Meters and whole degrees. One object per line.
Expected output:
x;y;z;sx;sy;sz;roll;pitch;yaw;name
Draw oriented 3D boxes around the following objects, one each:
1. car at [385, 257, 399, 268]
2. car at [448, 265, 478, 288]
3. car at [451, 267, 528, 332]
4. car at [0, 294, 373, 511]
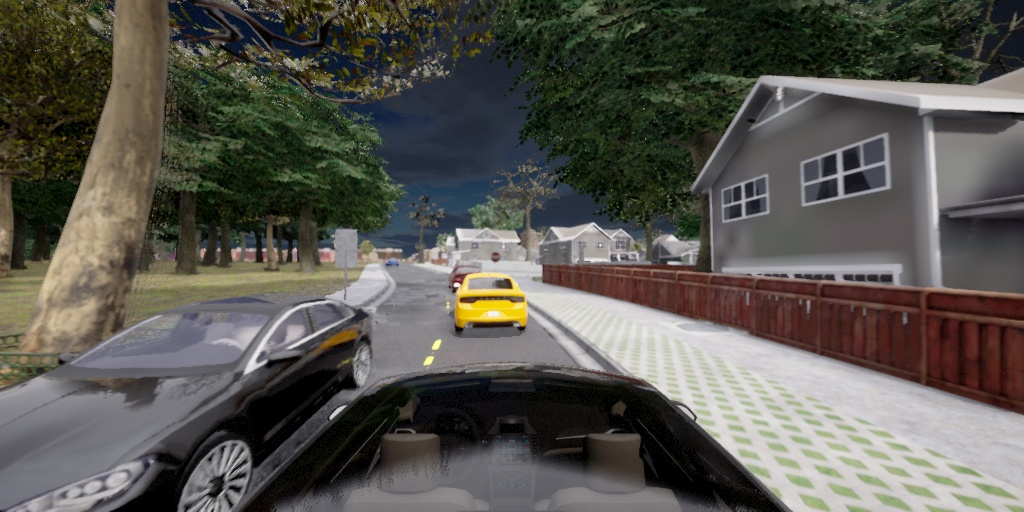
-19.780;1.096;59.371;1.882;1.535;5.008;1;0;-21;car
-2.696;1.283;21.294;1.882;1.535;5.008;1;0;-13;car
-0.759;1.261;11.044;1.882;1.535;5.008;0;-1;-7;car
-3.074;1.248;3.987;2.128;1.511;4.902;0;0;-4;car
